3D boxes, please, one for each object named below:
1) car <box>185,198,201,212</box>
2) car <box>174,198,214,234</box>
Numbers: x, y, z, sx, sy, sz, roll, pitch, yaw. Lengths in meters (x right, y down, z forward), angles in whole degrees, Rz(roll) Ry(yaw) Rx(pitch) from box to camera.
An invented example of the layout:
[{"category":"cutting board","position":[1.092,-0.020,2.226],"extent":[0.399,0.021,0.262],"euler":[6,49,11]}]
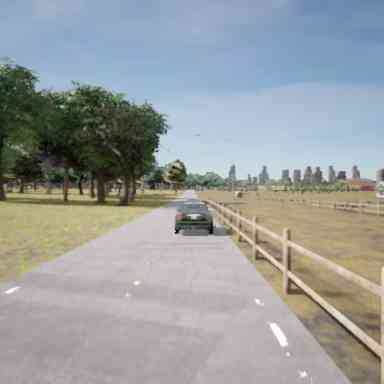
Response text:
[{"category":"car","position":[0.116,1.505,39.505],"extent":[1.837,1.490,4.892],"euler":[0,0,0]},{"category":"car","position":[0.108,1.355,19.485],"extent":[2.097,1.767,4.553],"euler":[0,0,0]}]
